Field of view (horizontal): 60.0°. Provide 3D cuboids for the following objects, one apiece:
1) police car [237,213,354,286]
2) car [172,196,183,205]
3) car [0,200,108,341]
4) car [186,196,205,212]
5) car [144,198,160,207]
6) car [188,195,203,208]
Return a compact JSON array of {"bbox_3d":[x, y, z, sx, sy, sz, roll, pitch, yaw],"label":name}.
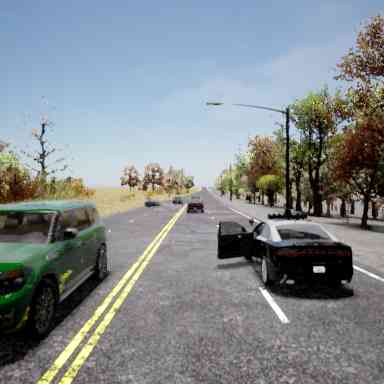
[{"bbox_3d":[2.693,1.435,9.598,1.930,1.638,5.238,0,0,0],"label":"police car"},{"bbox_3d":[-2.525,1.514,59.068,1.837,1.490,4.892,0,0,2],"label":"car"},{"bbox_3d":[-3.327,1.229,6.882,2.150,2.045,5.566,0,0,0],"label":"car"},{"bbox_3d":[0.411,1.526,38.297,1.837,1.490,4.892,0,0,1],"label":"car"},{"bbox_3d":[-6.018,1.617,50.347,1.895,1.301,4.718,0,0,1],"label":"car"},{"bbox_3d":[0.559,1.370,48.187,2.097,1.767,4.553,0,0,2],"label":"car"}]
